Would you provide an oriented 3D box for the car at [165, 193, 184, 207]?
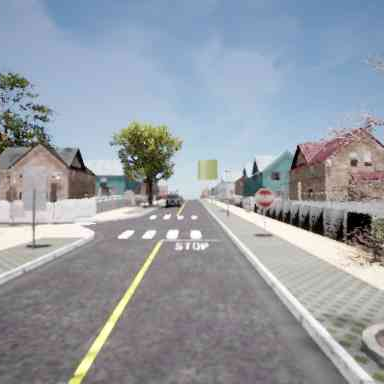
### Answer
[{"bbox_3d":[-2.748,1.276,49.420,2.150,2.045,5.566,0,1,0],"label":"car"}]
